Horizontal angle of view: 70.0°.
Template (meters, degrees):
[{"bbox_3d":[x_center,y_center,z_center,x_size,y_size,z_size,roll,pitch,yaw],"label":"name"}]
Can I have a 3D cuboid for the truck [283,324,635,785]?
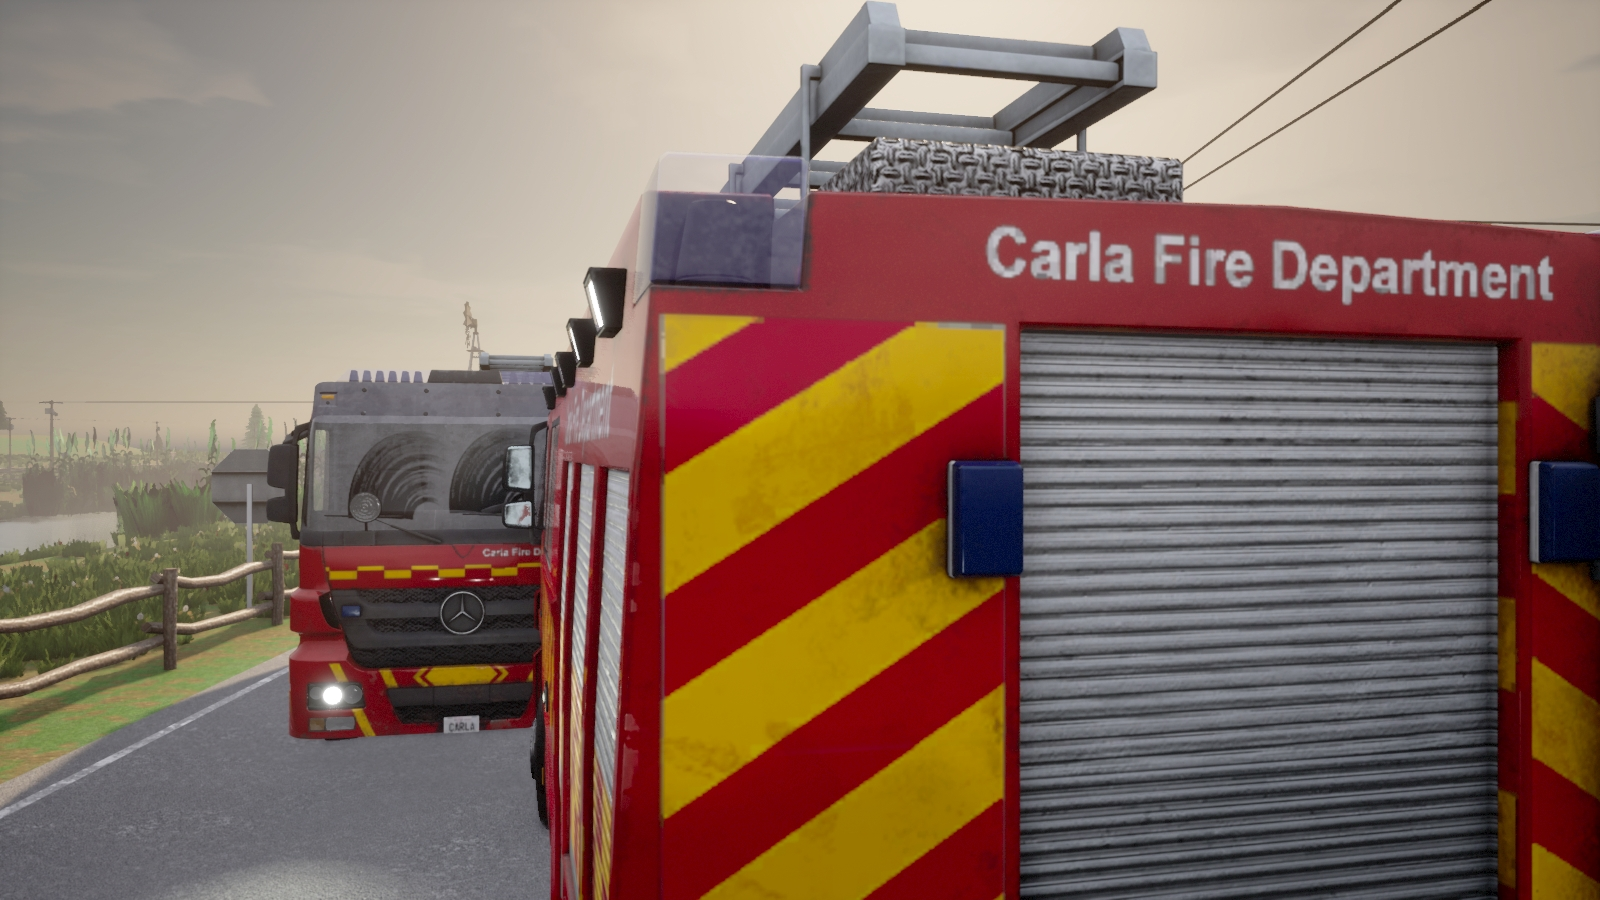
[{"bbox_3d":[-3.897,0.862,13.930,2.891,3.827,8.468,0,0,-14],"label":"truck"}]

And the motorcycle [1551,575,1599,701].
[{"bbox_3d":[9.800,2.142,13.159,1.805,1.316,0.856,0,0,-7],"label":"motorcycle"}]

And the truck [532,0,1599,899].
[{"bbox_3d":[-0.068,0.867,6.870,2.891,3.827,8.468,0,0,-14],"label":"truck"}]
